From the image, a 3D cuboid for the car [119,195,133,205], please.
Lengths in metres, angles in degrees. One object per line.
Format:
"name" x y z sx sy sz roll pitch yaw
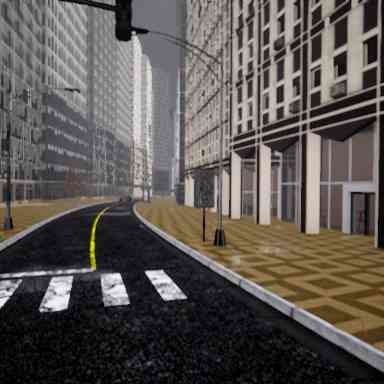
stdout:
"car" -11.019 1.280 55.776 1.882 1.535 5.008 0 0 -5
